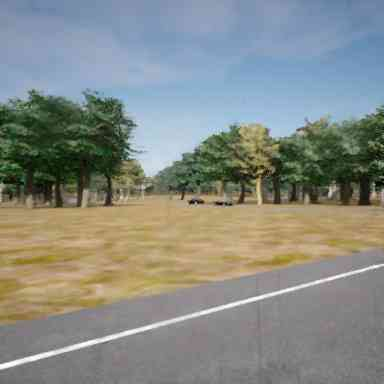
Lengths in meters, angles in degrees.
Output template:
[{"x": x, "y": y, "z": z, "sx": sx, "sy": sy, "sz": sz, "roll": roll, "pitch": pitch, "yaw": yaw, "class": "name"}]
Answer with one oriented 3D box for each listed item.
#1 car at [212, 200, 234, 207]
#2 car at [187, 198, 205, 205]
[{"x": 5.986, "y": 2.170, "z": 64.527, "sx": 1.895, "sy": 1.301, "sz": 4.718, "roll": 2, "pitch": -2, "yaw": -34, "class": "car"}, {"x": 0.792, "y": 2.075, "z": 72.037, "sx": 1.882, "sy": 1.535, "sz": 5.008, "roll": 2, "pitch": -2, "yaw": -34, "class": "car"}]
